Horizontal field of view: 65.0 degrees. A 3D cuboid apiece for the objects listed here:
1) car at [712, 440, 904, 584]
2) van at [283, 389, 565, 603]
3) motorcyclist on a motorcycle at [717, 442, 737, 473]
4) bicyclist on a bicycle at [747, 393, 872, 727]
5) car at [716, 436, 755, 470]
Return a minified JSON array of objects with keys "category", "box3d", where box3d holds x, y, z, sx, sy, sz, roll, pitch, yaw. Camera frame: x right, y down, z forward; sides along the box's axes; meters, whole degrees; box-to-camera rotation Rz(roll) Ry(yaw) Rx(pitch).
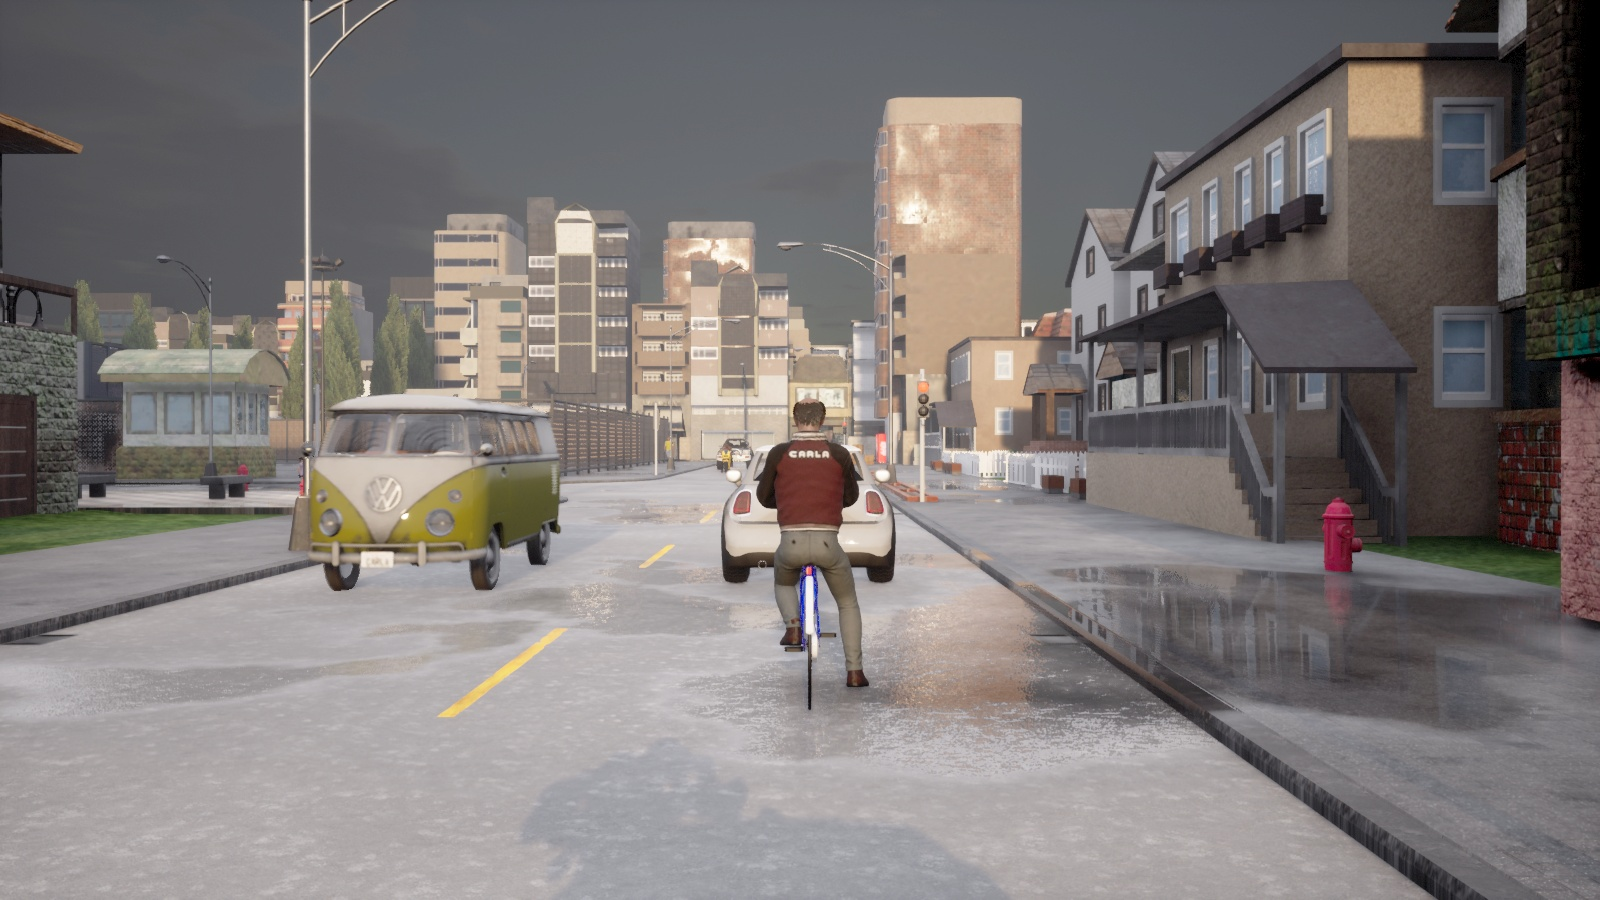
[{"category":"car","box3d":[0.093,0.628,14.787,1.970,1.475,3.806,0,0,0]},{"category":"van","box3d":[-3.911,0.418,13.900,1.775,1.987,4.442,0,0,0]},{"category":"motorcyclist on a motorcycle","box3d":[-3.636,0.372,62.667,0.797,1.523,2.044,0,0,2]},{"category":"bicyclist on a bicycle","box3d":[0.056,0.574,7.591,0.659,1.776,1.843,0,1,0]},{"category":"car","box3d":[-3.610,0.161,70.722,1.932,1.855,4.605,0,0,1]}]
